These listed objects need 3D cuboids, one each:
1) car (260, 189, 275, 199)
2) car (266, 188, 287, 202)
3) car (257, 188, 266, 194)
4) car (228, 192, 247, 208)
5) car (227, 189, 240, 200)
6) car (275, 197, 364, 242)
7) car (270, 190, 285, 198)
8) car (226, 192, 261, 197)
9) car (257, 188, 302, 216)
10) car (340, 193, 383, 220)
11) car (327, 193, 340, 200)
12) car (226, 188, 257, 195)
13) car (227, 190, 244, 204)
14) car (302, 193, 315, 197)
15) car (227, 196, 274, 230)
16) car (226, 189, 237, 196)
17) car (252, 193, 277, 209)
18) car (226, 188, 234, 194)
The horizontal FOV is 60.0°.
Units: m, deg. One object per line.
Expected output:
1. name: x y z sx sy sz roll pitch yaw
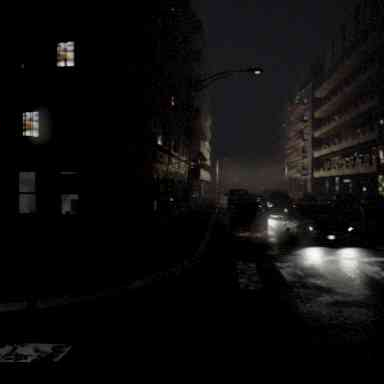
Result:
1. car: 12.436 0.316 55.137 1.882 1.535 5.008 0 1 6
2. car: 11.439 0.382 45.321 2.097 1.767 4.553 0 1 6
3. car: 18.681 -0.380 89.974 1.967 1.590 4.097 0 1 6
4. car: 4.578 0.748 34.128 1.752 1.417 4.829 0 1 6
5. car: 6.320 0.327 51.253 1.967 1.590 4.097 0 1 6
6. car: 5.202 1.172 14.460 2.033 1.411 5.357 0 1 5
7. car: 15.807 0.275 61.714 2.008 1.369 4.403 0 1 6
8. car: 3.428 0.971 22.824 1.752 1.417 4.829 0 1 6
9. car: 6.163 0.789 23.887 2.097 1.767 4.553 0 1 6
10. car: 11.783 0.939 22.147 1.967 1.590 4.097 0 1 6
11. car: 12.358 0.827 27.799 1.967 1.590 4.097 0 1 6
12. car: 4.021 0.646 28.641 2.192 1.841 5.009 0 1 6
13. car: 5.171 0.548 39.948 1.967 1.590 4.097 0 1 6
14. car: 13.508 0.746 39.106 1.802 1.307 4.206 0 1 6
15. car: 2.871 1.121 17.341 1.947 1.339 4.313 0 1 6
16. car: 8.044 0.109 68.211 2.008 1.369 4.403 0 1 6
17. car: 7.191 0.851 33.343 1.895 1.301 4.718 0 1 6
18. car: 10.343 -0.311 90.820 1.947 1.339 4.313 0 1 6
